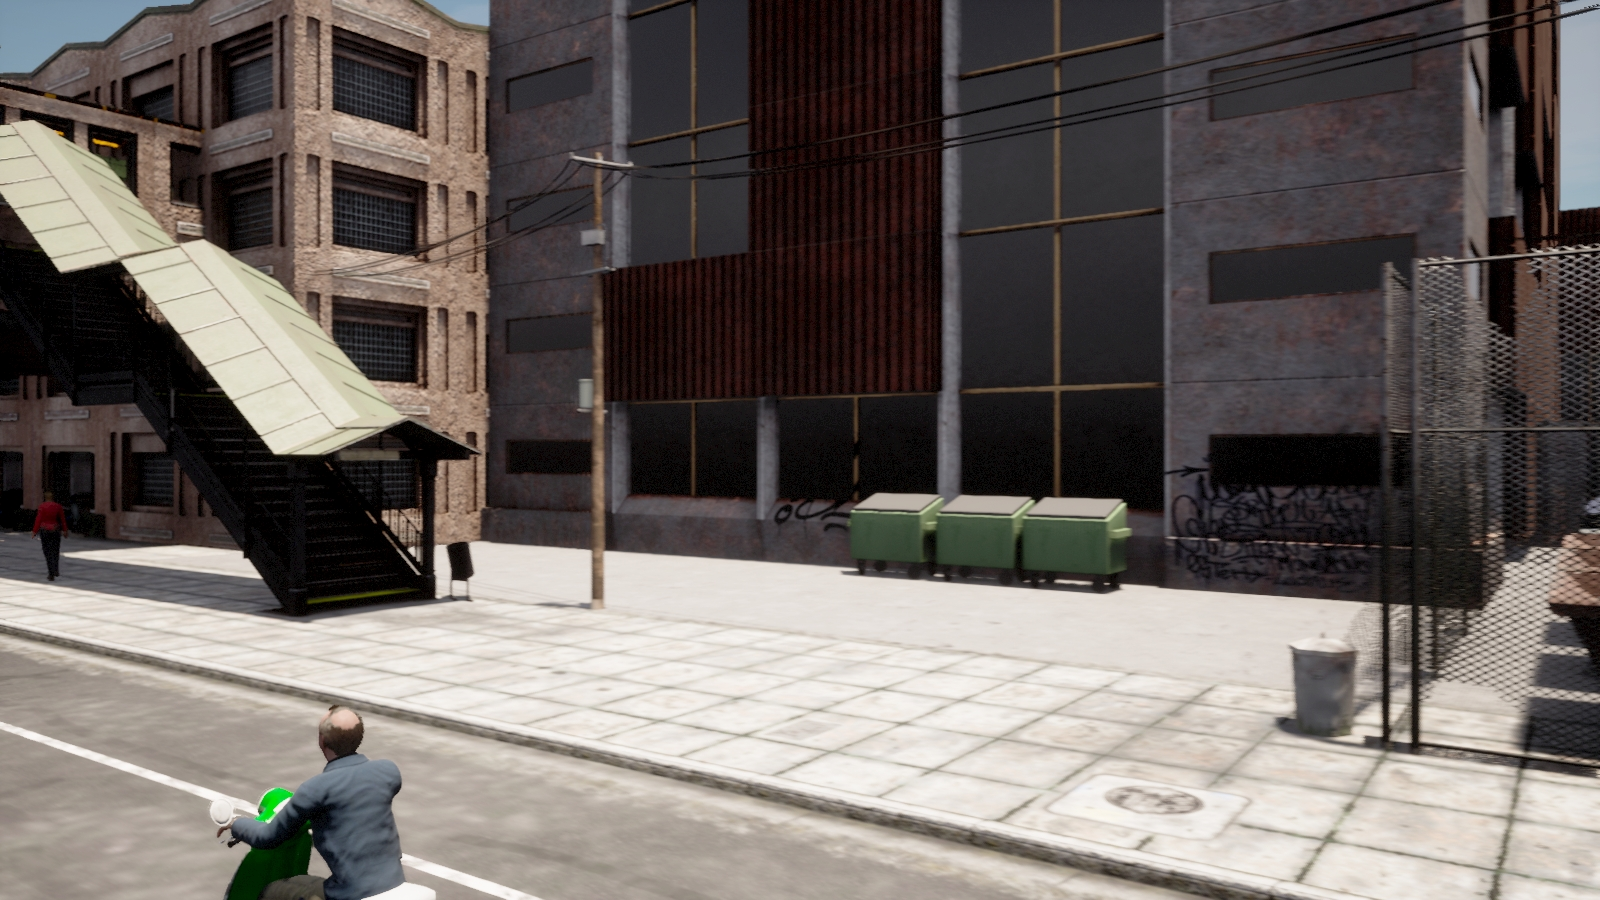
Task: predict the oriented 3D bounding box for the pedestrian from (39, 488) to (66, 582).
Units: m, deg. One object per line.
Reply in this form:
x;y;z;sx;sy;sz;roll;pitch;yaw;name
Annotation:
-14.995;1.696;22.923;0.375;1.860;0.375;0;0;41;pedestrian

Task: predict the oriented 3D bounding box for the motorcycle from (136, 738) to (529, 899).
-2.213;2.182;5.338;1.805;1.236;0.856;0;0;35;motorcycle
